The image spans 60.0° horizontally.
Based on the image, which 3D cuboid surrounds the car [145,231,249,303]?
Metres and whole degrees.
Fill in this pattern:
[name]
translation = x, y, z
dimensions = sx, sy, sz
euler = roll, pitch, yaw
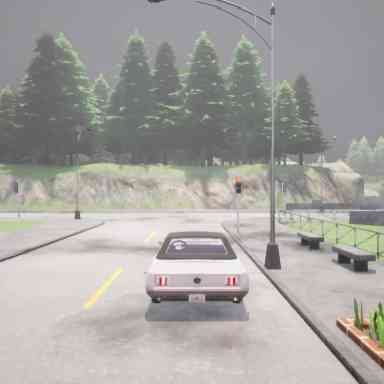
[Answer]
[car]
translation = 0.097, 1.601, 8.139
dimensions = 1.895, 1.301, 4.718
euler = 0, 0, 0
